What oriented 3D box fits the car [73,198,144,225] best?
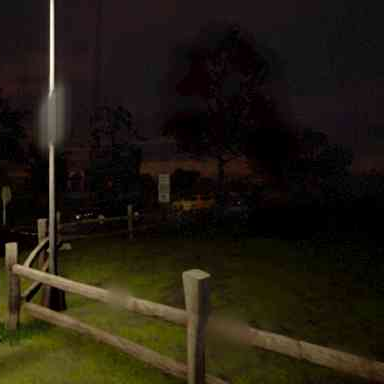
[{"bbox_3d":[-5.262,1.207,21.456,1.837,1.490,4.892,0,1,37],"label":"car"}]

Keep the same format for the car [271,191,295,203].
[{"bbox_3d":[12.449,0.673,45.252,1.882,1.535,5.008,0,1,37],"label":"car"}]

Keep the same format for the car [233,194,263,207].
[{"bbox_3d":[6.238,0.934,36.931,1.994,1.385,4.181,0,1,38],"label":"car"}]

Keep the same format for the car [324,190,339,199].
[{"bbox_3d":[23.234,0.477,54.932,1.837,1.490,4.892,0,1,36],"label":"car"}]

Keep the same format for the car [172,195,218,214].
[{"bbox_3d":[0.340,1.016,29.007,1.882,1.535,5.008,0,1,37],"label":"car"}]
